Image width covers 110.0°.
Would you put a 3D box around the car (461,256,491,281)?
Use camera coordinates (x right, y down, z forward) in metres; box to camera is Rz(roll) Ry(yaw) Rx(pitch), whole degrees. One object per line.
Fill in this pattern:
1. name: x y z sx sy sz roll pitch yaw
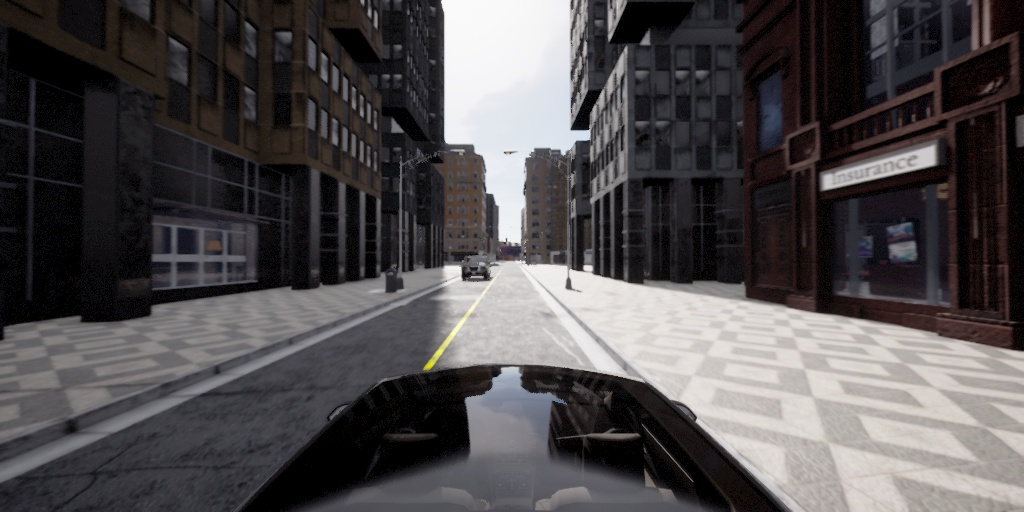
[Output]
1. car: -3.026 0.977 30.977 2.150 2.045 5.566 0 0 0
